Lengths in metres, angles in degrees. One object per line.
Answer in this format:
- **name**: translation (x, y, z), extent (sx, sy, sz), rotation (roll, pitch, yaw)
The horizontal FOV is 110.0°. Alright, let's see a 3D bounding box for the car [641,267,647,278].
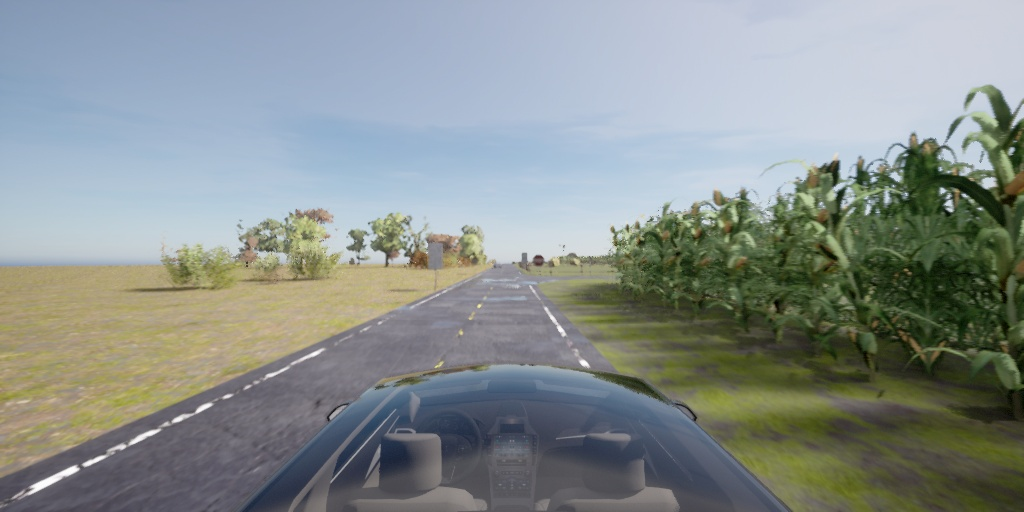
- **car**: translation (13.935, 1.397, 35.996), extent (5.008, 1.535, 1.882), rotation (-1, -1, -1)
